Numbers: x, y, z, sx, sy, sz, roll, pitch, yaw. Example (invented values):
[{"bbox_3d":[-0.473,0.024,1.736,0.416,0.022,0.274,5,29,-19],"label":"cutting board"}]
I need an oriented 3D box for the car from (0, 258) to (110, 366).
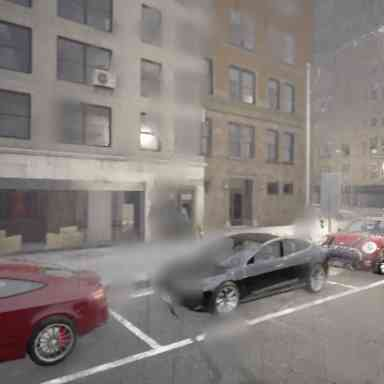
[{"bbox_3d":[-3.175,1.580,4.267,4.206,1.307,1.802,1,0,-36],"label":"car"}]

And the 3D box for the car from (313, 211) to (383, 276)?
[{"bbox_3d":[5.821,1.549,10.686,4.097,1.590,1.967,1,0,-36],"label":"car"}]

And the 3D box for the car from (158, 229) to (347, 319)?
[{"bbox_3d":[1.323,1.619,7.476,4.313,1.339,1.947,1,0,-36],"label":"car"}]

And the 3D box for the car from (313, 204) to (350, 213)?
[{"bbox_3d":[12.377,1.814,30.225,1.812,1.442,4.674,1,-1,-37],"label":"car"}]
